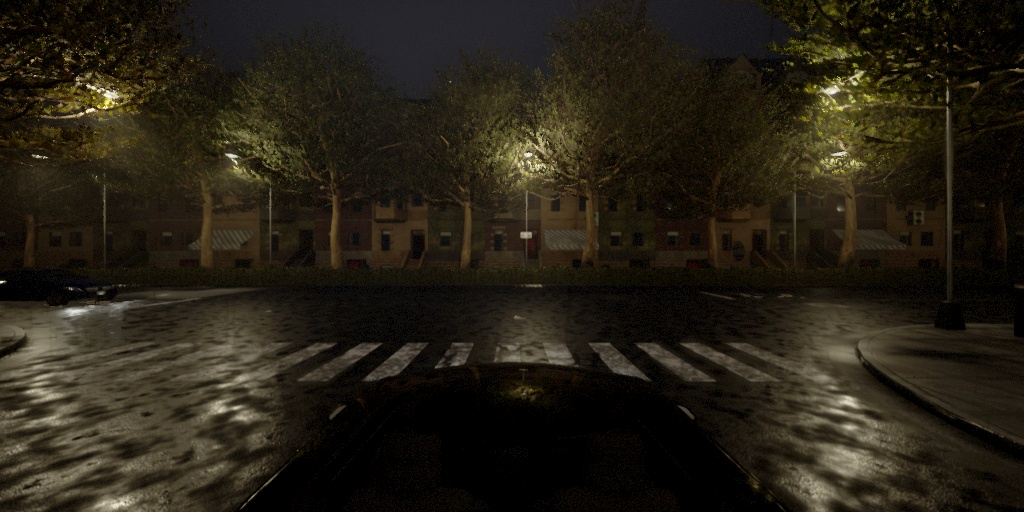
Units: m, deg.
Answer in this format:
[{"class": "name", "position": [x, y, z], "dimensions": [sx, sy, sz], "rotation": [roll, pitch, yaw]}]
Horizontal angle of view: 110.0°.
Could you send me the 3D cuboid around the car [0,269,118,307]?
[{"class": "car", "position": [-19.329, 1.270, 14.866], "dimensions": [4.674, 1.442, 1.812], "rotation": [0, 0, 1]}]
